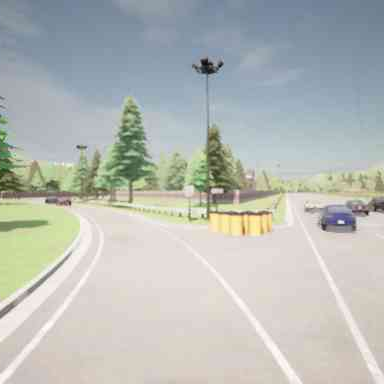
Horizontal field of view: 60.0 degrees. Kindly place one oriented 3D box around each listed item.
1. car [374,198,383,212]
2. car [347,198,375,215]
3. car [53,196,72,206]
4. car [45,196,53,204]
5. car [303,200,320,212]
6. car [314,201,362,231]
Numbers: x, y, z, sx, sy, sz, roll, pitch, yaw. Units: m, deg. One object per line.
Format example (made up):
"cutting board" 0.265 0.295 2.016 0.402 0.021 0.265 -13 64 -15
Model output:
"car" 20.679 1.405 36.777 1.837 1.490 4.892 0 0 16
"car" 15.797 1.471 32.358 2.033 1.411 5.357 0 0 16
"car" -21.705 1.627 56.440 1.812 1.442 4.674 0 0 -34
"car" -27.249 1.579 64.694 2.128 1.511 4.902 0 0 -34
"car" 13.538 1.535 37.246 1.895 1.301 4.718 0 0 16
"car" 8.807 1.483 20.470 1.812 1.442 4.674 0 0 16
